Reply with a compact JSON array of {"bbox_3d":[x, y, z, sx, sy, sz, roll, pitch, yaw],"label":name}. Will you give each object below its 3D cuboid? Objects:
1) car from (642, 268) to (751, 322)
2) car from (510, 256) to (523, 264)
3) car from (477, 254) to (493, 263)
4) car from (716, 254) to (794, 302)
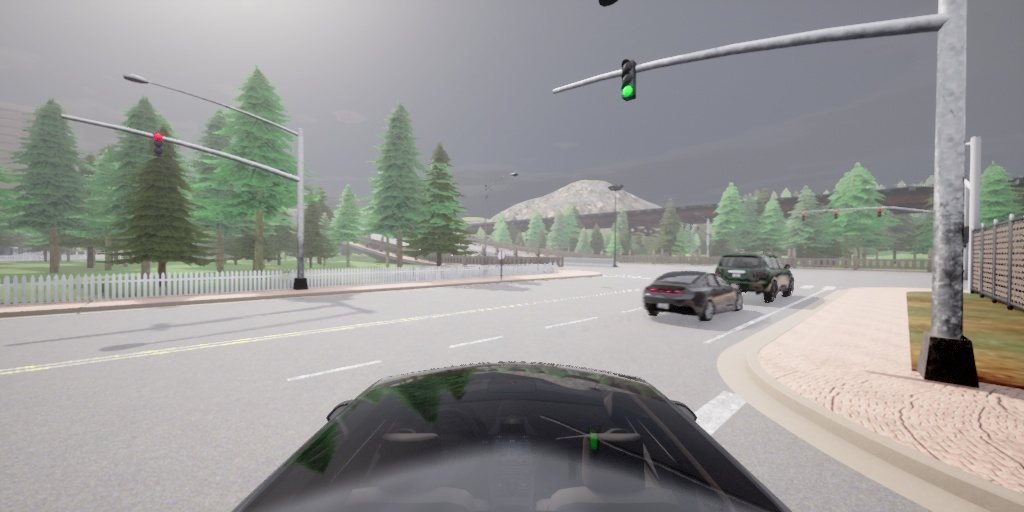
[{"bbox_3d":[6.254,1.282,12.225,4.892,1.490,1.837,2,-1,-42],"label":"car"},{"bbox_3d":[0.087,0.677,57.823,1.895,1.301,4.718,0,3,-44],"label":"car"},{"bbox_3d":[-4.004,0.456,57.016,2.128,1.511,4.902,0,3,-44],"label":"car"},{"bbox_3d":[11.404,0.919,16.839,5.566,2.045,2.150,0,0,-42],"label":"car"}]
